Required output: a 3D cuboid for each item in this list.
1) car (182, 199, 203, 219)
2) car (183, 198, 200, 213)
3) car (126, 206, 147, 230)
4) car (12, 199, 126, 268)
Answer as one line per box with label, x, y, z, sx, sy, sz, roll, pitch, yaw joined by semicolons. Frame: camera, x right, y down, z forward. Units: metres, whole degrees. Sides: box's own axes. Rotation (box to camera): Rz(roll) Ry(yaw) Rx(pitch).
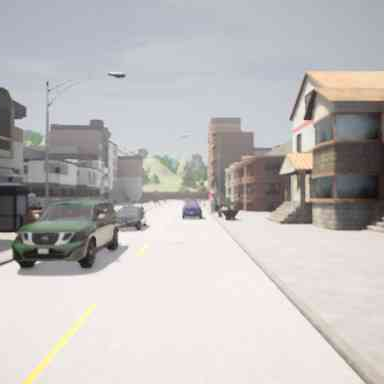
car;0.010;1.704;31.961;1.882;1.535;5.008;0;0;0
car;-0.035;1.657;43.139;2.097;1.767;4.553;0;0;0
car;-4.114;1.686;22.306;1.812;1.442;4.674;0;0;0
car;-4.120;1.309;11.969;2.150;2.045;5.566;0;0;0
